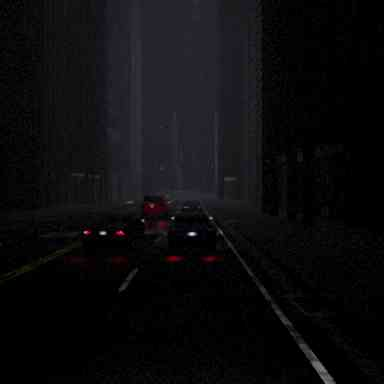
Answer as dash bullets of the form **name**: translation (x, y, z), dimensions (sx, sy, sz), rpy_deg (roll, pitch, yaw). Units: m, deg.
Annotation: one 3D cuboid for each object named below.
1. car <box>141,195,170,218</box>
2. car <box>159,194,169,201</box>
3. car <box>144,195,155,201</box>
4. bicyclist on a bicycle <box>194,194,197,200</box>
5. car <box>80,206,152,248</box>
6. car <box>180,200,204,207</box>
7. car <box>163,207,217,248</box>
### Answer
- **car**: translation (-3.250, 1.238, 29.680), dimensions (2.150, 2.045, 5.566), rpy_deg (0, 0, 0)
- **car**: translation (-6.500, 1.332, 76.736), dimensions (1.882, 1.535, 5.008), rpy_deg (0, 0, 0)
- **car**: translation (-9.750, 1.394, 76.737), dimensions (2.033, 1.411, 5.357), rpy_deg (0, 0, 0)
- **bicyclist on a bicycle**: translation (0.892, 1.267, 90.485), dimensions (0.582, 1.620, 1.656), rpy_deg (0, 0, 0)
- **car**: translation (-3.250, 1.557, 14.650), dimensions (2.033, 1.411, 5.357), rpy_deg (0, 0, 0)
- **car**: translation (0.000, 1.476, 29.650), dimensions (2.128, 1.511, 4.902), rpy_deg (0, 0, 0)
- **car**: translation (0.000, 1.566, 14.650), dimensions (1.994, 1.385, 4.181), rpy_deg (0, 0, 0)
